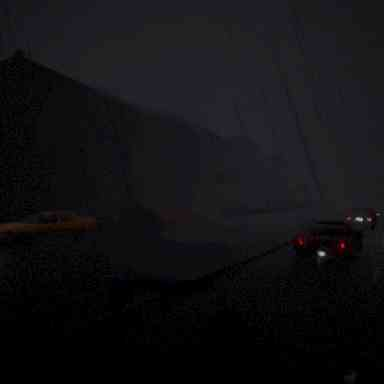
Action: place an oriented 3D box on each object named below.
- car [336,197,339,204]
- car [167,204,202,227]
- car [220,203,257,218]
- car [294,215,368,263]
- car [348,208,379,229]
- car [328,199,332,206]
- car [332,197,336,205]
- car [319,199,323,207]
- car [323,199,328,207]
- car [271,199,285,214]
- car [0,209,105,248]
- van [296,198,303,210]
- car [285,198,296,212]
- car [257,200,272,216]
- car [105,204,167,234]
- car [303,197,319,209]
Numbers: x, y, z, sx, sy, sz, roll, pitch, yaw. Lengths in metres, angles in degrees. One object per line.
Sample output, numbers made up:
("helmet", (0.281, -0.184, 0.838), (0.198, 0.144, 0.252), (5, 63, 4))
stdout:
("car", (36.221, 2.690, 86.771), (2.002, 1.452, 4.674), (0, -1, 31))
("car", (-1.196, 1.743, 25.247), (1.946, 1.575, 5.366), (0, -1, 31))
("car", (4.644, 1.888, 34.852), (2.231, 1.521, 4.892), (0, -1, 31))
("car", (5.487, 1.780, 12.924), (1.895, 1.301, 4.718), (0, -1, 32))
("car", (12.510, 1.893, 24.435), (2.033, 1.411, 5.357), (0, -1, 32))
("car", (30.430, 2.384, 77.249), (2.185, 1.767, 4.553), (0, -1, 31))
("car", (33.301, 2.454, 81.970), (2.185, 1.767, 4.553), (0, -1, 31))
("car", (24.674, 2.371, 67.785), (2.097, 1.535, 5.008), (0, -1, 31))
("car", (27.545, 2.441, 72.506), (2.231, 1.521, 4.892), (0, -1, 31))
("car", (10.334, 1.899, 44.208), (2.185, 1.767, 4.553), (0, -1, 31))
("car", (-6.940, 1.604, 15.805), (1.946, 1.575, 5.366), (0, -1, 31))
("van", (15.999, 1.935, 53.524), (1.878, 1.987, 4.442), (0, -1, 31))
("car", (13.204, 1.968, 48.928), (2.185, 1.767, 4.553), (0, -1, 31))
("car", (7.512, 1.996, 39.568), (2.002, 1.452, 4.674), (0, -1, 31))
("car", (-3.957, 1.553, 20.714), (2.185, 1.767, 4.553), (0, -1, 31))
("car", (21.852, 2.051, 63.146), (2.435, 2.045, 5.566), (0, -1, 31))
